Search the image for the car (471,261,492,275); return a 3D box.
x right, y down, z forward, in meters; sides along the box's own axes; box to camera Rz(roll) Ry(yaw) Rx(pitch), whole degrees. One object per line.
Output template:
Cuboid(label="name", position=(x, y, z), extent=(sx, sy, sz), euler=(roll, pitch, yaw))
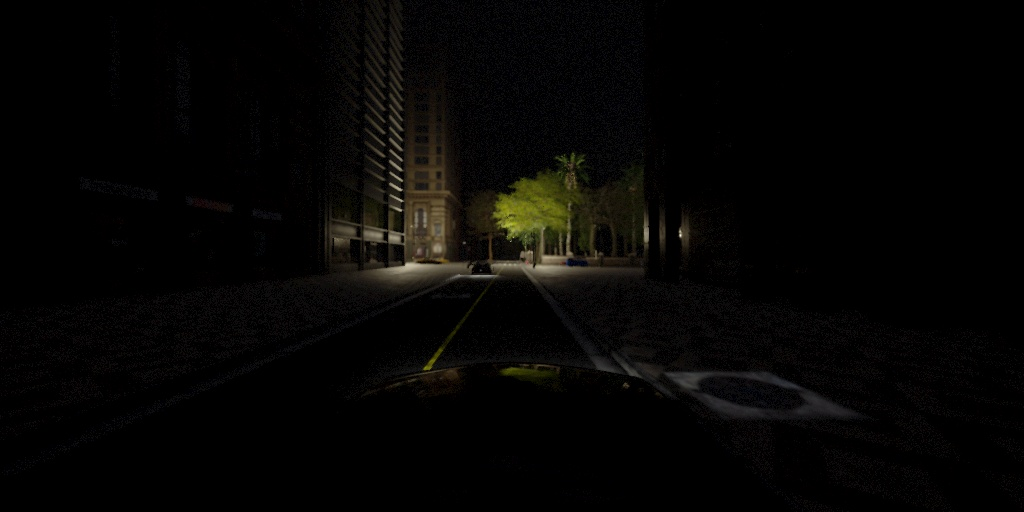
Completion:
Cuboid(label="car", position=(-3.107, 1.241, 37.694), extent=(1.994, 1.385, 4.181), euler=(0, 0, 0))
